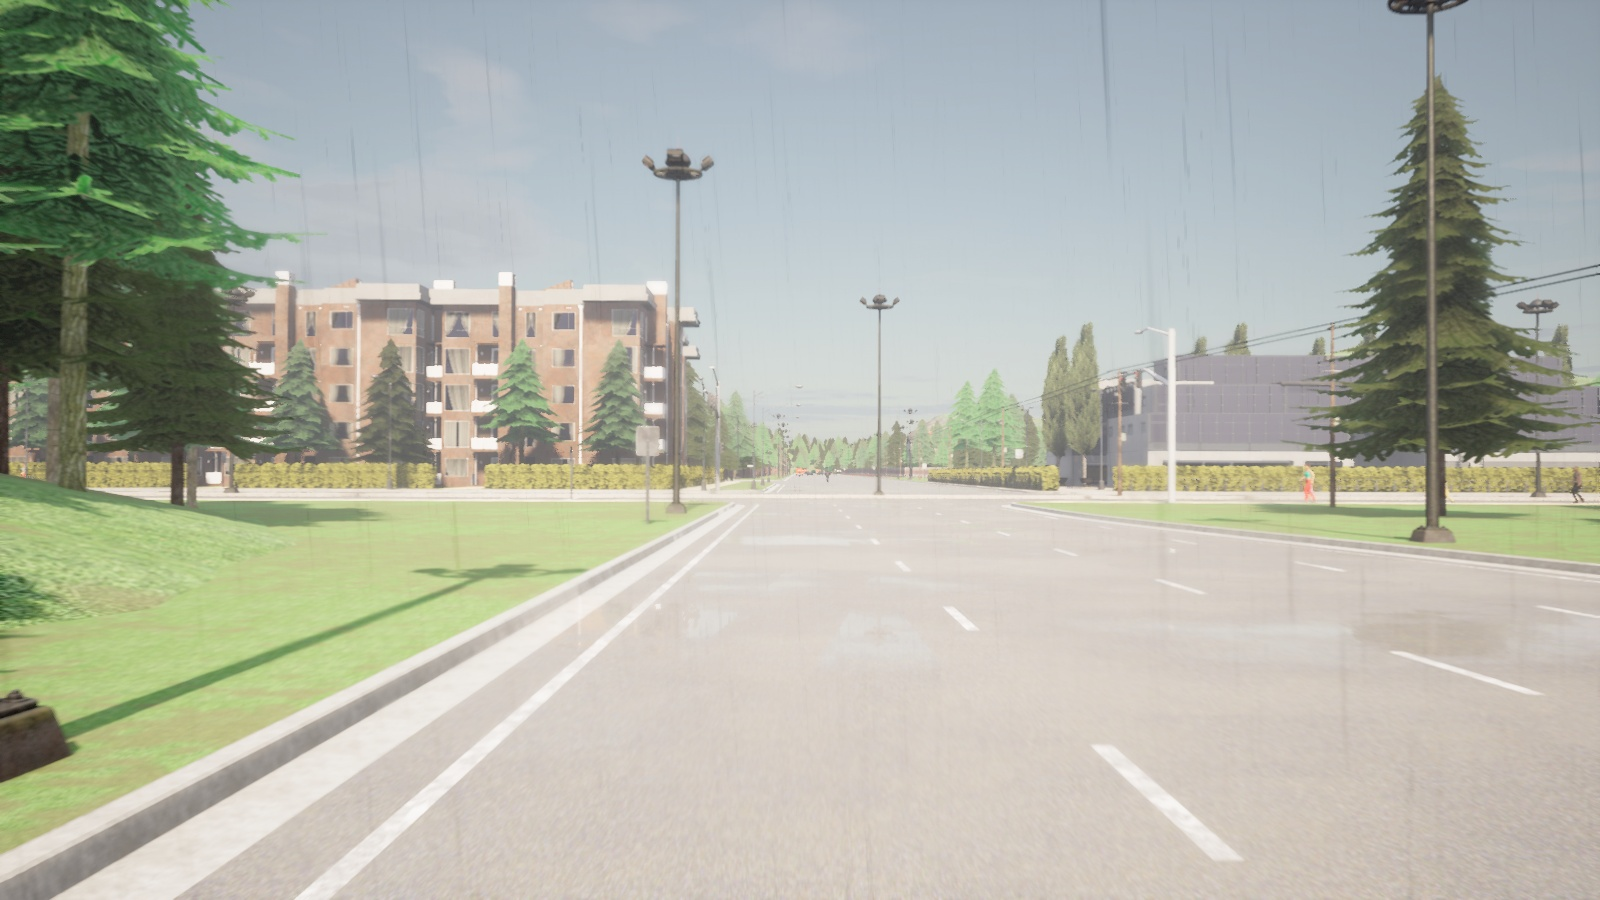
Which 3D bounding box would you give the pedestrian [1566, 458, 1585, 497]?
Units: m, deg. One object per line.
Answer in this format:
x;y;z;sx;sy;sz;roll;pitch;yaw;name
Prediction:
36.508;1.296;59.130;0.634;1.846;0.331;0;-1;-1;pedestrian

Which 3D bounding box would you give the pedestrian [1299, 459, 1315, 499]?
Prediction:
23.599;1.337;58.489;0.594;1.836;0.345;0;-1;1;pedestrian
